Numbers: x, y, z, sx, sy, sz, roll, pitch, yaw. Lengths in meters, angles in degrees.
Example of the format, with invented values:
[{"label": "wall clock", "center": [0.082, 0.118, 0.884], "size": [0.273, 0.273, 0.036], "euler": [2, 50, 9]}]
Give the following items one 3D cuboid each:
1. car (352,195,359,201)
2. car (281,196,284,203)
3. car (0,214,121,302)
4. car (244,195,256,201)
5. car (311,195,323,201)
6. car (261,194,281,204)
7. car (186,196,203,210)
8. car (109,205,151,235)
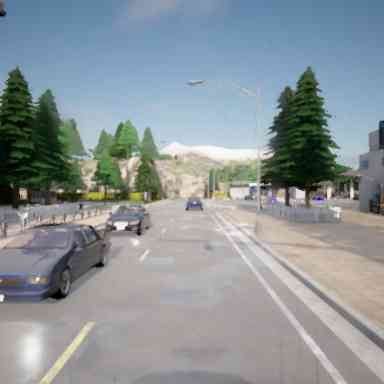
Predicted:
[{"label": "car", "center": [39.538, 1.406, 78.439], "size": [2.007, 1.523, 4.514], "euler": [0, 0, 1]}, {"label": "car", "center": [17.385, 1.460, 67.831], "size": [1.970, 1.475, 3.806], "euler": [0, 0, 1]}, {"label": "car", "center": [-3.545, 1.551, 8.718], "size": [2.033, 1.411, 5.357], "euler": [0, 0, 1]}, {"label": "car", "center": [14.684, 1.428, 86.488], "size": [2.007, 1.523, 4.514], "euler": [0, 0, 1]}, {"label": "car", "center": [29.547, 1.417, 78.636], "size": [1.845, 1.501, 3.633], "euler": [0, 0, 1]}, {"label": "car", "center": [14.290, 1.440, 60.457], "size": [1.845, 1.501, 3.633], "euler": [0, 0, 1]}, {"label": "car", "center": [0.323, 1.378, 43.208], "size": [2.097, 1.767, 4.553], "euler": [0, 0, 0]}, {"label": "car", "center": [-3.480, 1.503, 18.804], "size": [2.128, 1.511, 4.902], "euler": [0, 0, 1]}]
